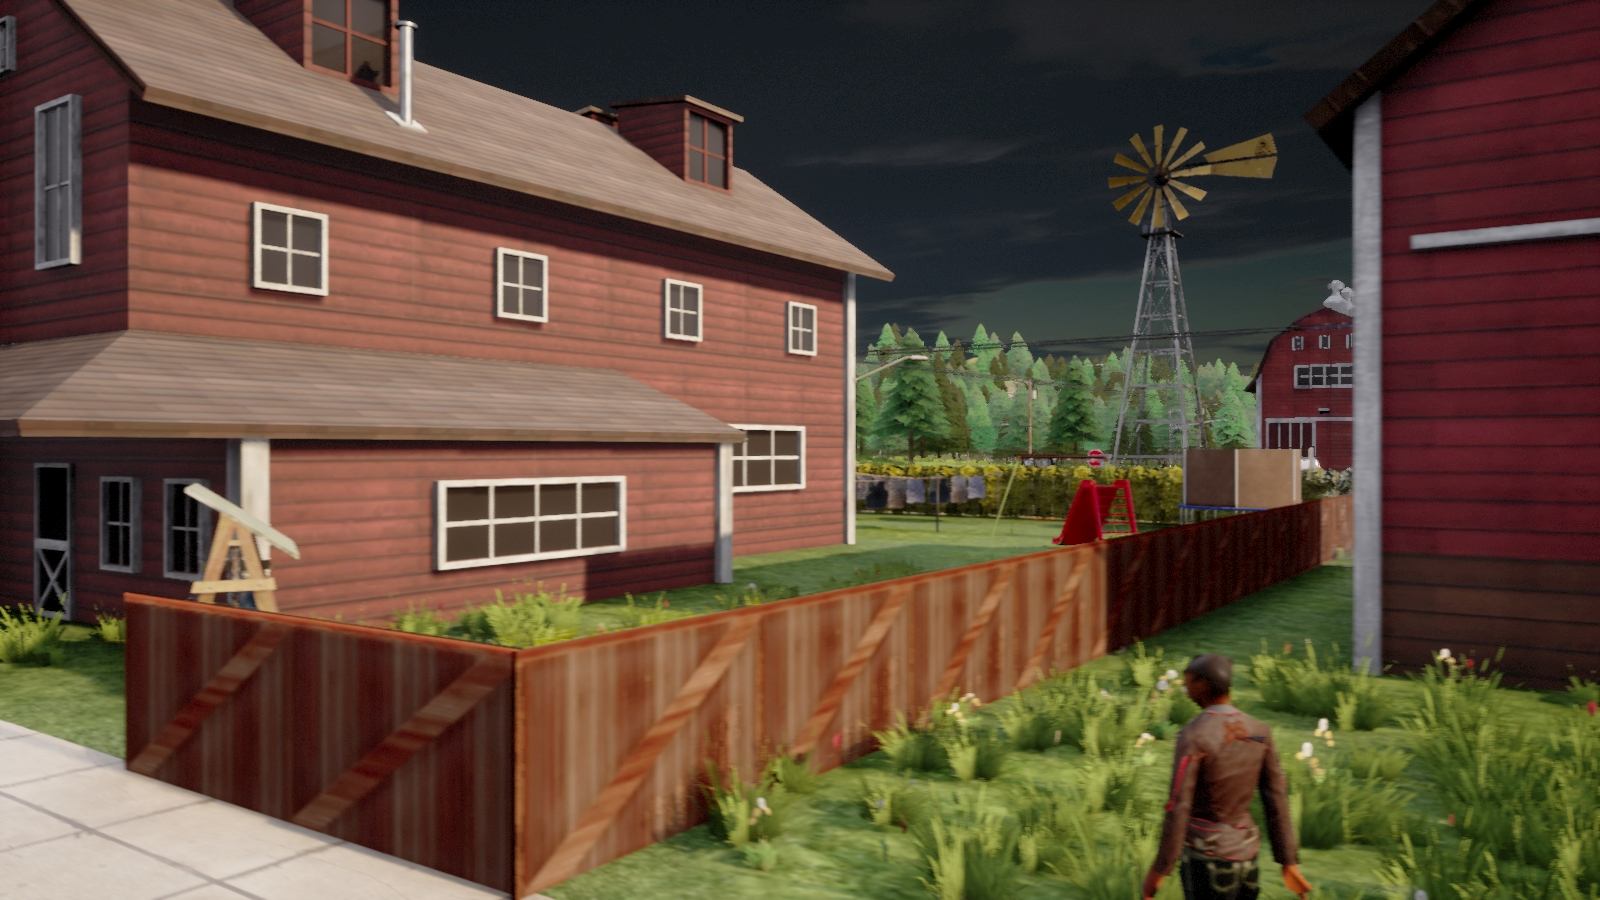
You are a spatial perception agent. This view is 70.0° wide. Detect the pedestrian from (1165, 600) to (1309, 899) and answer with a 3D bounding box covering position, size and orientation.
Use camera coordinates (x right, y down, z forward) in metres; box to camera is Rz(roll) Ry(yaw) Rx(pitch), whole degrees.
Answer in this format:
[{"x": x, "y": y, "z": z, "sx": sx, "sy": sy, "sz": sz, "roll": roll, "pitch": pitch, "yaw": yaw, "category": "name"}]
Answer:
[{"x": 1.723, "y": 1.555, "z": 4.521, "sx": 0.375, "sy": 1.860, "sz": 0.375, "roll": 0, "pitch": 0, "yaw": -22, "category": "pedestrian"}]
